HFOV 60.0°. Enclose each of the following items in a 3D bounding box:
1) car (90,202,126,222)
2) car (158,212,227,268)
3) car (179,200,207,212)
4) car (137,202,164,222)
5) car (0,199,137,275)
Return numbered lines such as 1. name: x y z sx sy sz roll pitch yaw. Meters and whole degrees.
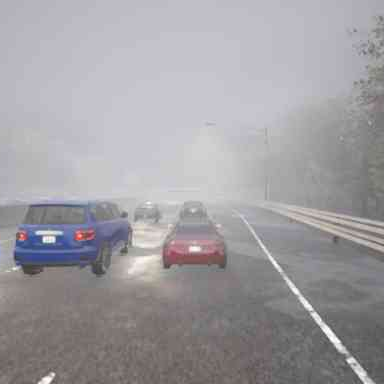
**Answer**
1. car: -6.903 1.593 27.709 1.812 1.442 4.674 0 0 0
2. car: 0.089 1.590 11.450 1.994 1.385 4.181 0 0 0
3. car: 0.093 1.416 26.462 2.097 1.767 4.553 0 0 0
4. car: -3.406 1.556 26.690 2.128 1.511 4.902 0 0 0
5. car: -3.411 1.244 10.635 2.150 2.045 5.566 0 0 0
